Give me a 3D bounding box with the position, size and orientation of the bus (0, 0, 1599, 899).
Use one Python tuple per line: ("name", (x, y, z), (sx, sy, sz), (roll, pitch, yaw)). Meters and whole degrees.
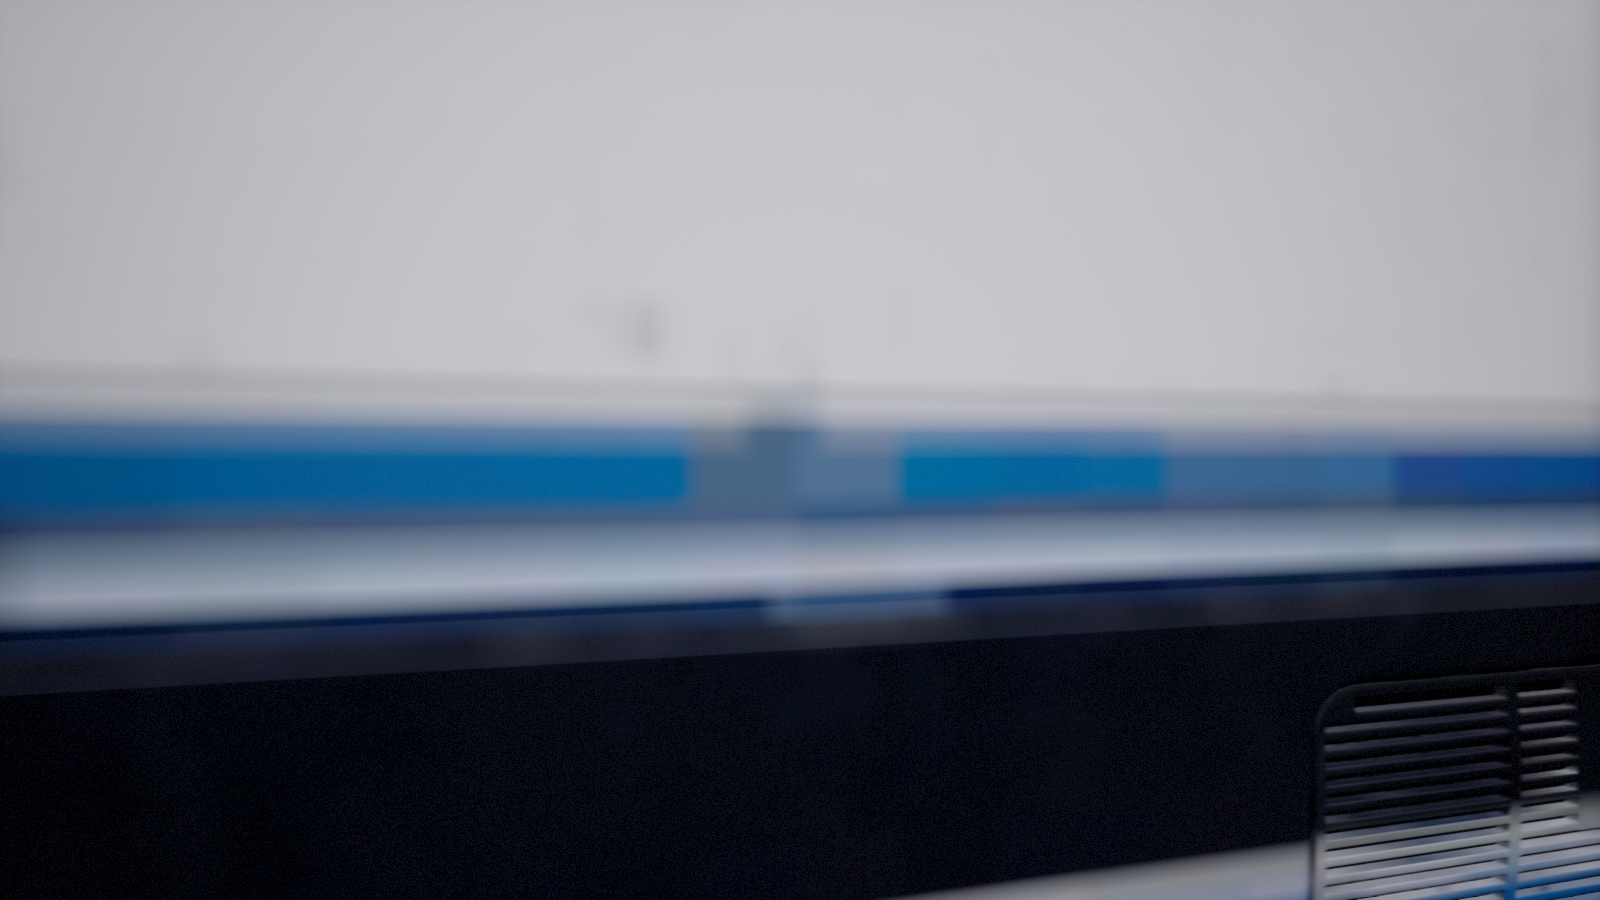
("bus", (0.108, -0.637, 3.254), (10.273, 4.253, 3.944), (-1, 1, -21))
